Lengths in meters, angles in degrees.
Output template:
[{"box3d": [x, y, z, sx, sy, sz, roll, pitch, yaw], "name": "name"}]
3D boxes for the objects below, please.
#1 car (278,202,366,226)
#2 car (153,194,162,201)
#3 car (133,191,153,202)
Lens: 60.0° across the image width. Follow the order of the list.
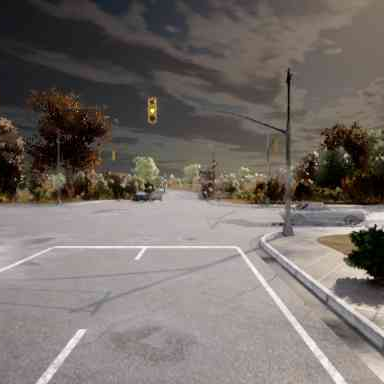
[{"box3d": [7.622, 1.277, 19.814, 4.718, 1.301, 1.895, 0, 1, 10], "name": "car"}, {"box3d": [-7.126, 1.099, 67.240, 1.837, 1.490, 4.892, 0, -2, 0], "name": "car"}, {"box3d": [-7.178, 0.671, 47.447, 1.882, 1.535, 5.008, 0, 0, 0], "name": "car"}]
